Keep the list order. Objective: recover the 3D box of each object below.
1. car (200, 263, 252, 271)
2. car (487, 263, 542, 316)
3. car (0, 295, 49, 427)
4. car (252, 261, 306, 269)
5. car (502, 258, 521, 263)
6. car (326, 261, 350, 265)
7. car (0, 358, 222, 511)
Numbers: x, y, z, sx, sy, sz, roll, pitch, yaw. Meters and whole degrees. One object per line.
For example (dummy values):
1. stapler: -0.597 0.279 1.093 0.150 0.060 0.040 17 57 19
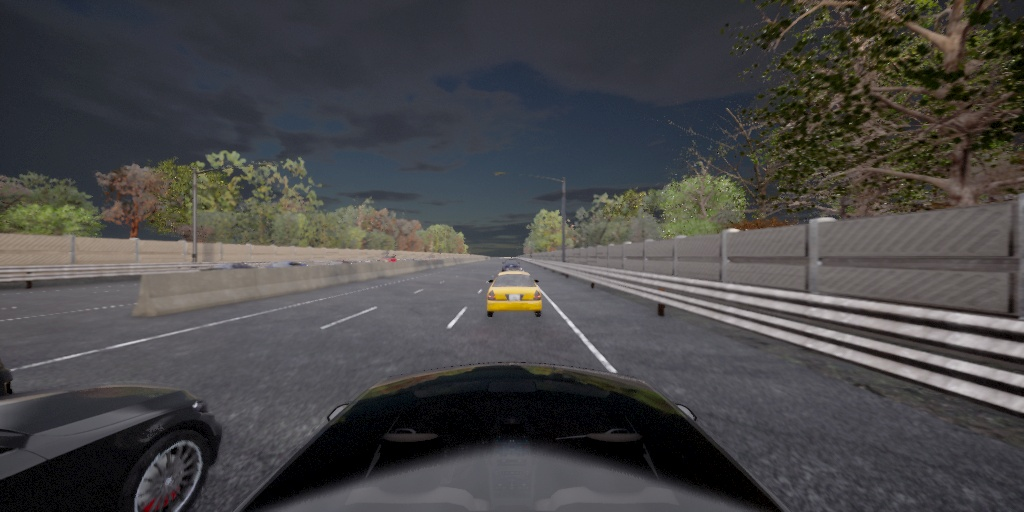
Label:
1. car: -24.715 1.305 31.471 2.033 1.411 5.357 0 0 0
2. car: 0.066 1.209 13.291 1.801 1.575 5.366 0 0 0
3. car: -6.906 1.256 2.192 1.837 1.490 4.892 0 0 0
4. car: -21.217 1.235 33.373 1.882 1.535 5.008 0 0 0
5. car: -0.065 1.110 42.039 2.097 1.767 4.553 0 0 0
6. car: -17.730 1.235 36.314 1.882 1.535 5.008 0 0 0
7. car: -3.393 1.276 1.083 1.812 1.442 4.674 0 0 0
